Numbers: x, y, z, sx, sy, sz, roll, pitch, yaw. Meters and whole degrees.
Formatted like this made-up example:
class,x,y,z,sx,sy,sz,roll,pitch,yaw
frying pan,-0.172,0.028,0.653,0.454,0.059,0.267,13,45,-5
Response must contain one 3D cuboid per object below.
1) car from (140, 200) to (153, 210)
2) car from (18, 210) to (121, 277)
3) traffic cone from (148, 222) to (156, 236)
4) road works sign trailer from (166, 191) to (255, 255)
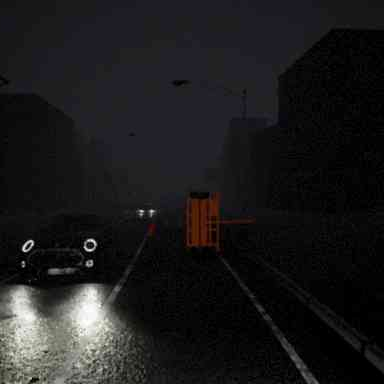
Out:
class,x,y,z,sx,sy,sz,roll,pitch,yaw
car,-7.232,1.989,53.146,1.882,1.535,5.008,0,1,-5
car,-3.568,1.414,10.506,2.097,1.767,4.553,0,-1,-4
traffic cone,-2.348,2.169,18.938,0.340,0.580,0.340,-1,-2,-5
road works sign trailer,0.740,1.154,13.838,2.880,2.380,3.560,0,-1,-13
